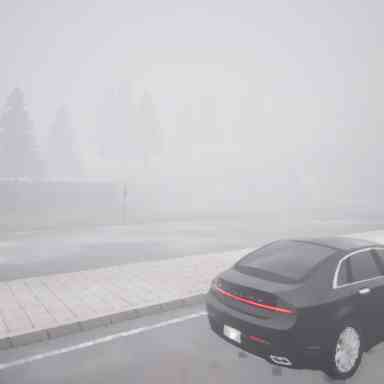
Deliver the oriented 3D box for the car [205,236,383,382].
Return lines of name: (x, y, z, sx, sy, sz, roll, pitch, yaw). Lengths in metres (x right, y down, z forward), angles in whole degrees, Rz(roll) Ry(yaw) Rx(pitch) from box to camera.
car: (2.463, 1.504, 5.503, 4.892, 1.490, 1.837, 0, 0, -36)
